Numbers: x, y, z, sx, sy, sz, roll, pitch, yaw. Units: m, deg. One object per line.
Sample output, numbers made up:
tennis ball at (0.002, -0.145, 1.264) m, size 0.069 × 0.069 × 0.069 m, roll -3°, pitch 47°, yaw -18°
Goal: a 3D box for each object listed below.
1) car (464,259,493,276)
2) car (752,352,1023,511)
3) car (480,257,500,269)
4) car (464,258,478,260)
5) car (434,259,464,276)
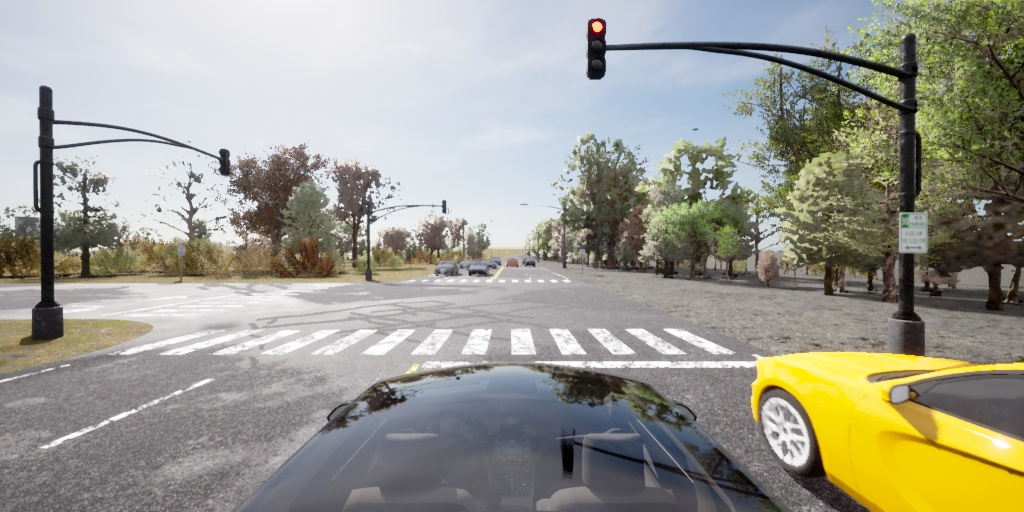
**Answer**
car at (-3.338, 1.295, 36.686) m, size 2.033 × 1.411 × 5.357 m, roll 0°, pitch 0°, yaw 0°
car at (3.361, 1.194, 1.602) m, size 1.882 × 1.535 × 5.008 m, roll 0°, pitch 0°, yaw 0°
car at (-3.321, 1.314, 54.096) m, size 1.994 × 1.385 × 4.181 m, roll 0°, pitch 0°, yaw 0°
car at (-6.574, 1.241, 52.308) m, size 2.128 × 1.511 × 4.902 m, roll 0°, pitch 0°, yaw 0°
car at (-6.585, 1.237, 36.463) m, size 2.128 × 1.511 × 4.902 m, roll 0°, pitch 0°, yaw 0°
